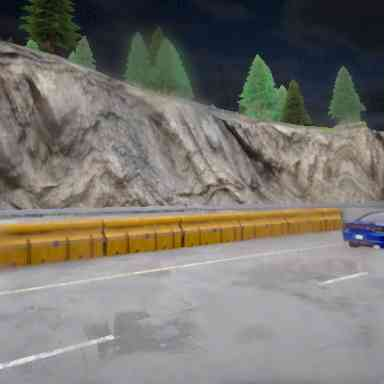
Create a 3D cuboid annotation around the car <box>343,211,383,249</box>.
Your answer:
[{"bbox_3d":[8.202,1.482,13.320,5.008,1.535,1.882,0,0,-30],"label":"car"}]
